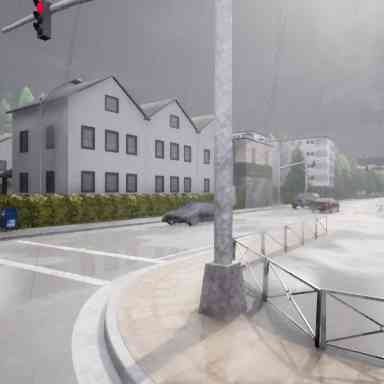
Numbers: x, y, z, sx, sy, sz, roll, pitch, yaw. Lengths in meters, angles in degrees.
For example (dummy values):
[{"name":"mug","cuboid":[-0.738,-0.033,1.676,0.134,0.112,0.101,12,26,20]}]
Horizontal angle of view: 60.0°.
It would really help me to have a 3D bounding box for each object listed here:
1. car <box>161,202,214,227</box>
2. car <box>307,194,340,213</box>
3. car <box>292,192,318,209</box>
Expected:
[{"name":"car","cuboid":[0.348,1.359,21.430,2.033,1.411,5.357,0,0,35]},{"name":"car","cuboid":[13.515,1.289,33.611,1.882,1.535,5.008,0,0,35]},{"name":"car","cuboid":[13.978,1.039,40.503,2.150,2.045,5.566,0,0,36]}]
